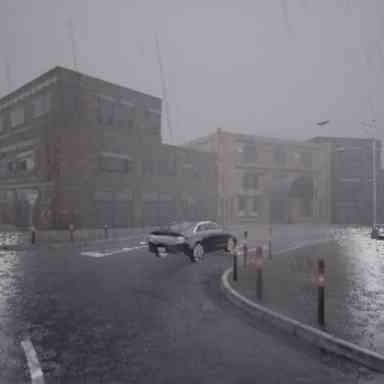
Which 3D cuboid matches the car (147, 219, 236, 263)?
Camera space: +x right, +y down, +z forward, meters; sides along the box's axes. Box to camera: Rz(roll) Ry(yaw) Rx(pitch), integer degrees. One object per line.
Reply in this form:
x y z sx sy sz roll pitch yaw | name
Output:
0.201 1.889 13.809 2.128 1.511 4.902 -1 -2 32 | car
